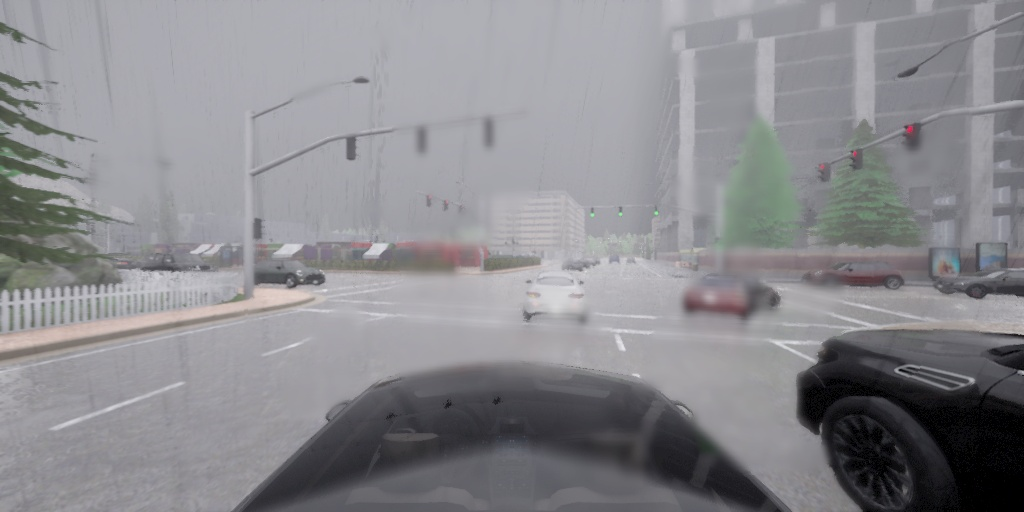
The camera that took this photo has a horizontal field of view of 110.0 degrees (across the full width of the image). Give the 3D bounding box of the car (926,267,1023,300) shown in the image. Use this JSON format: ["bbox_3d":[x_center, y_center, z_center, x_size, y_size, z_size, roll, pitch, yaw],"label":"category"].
[{"bbox_3d":[24.207,1.349,17.684,4.674,1.442,1.812,0,0,17],"label":"car"}]

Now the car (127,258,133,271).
[{"bbox_3d":[-43.529,0.921,39.298,4.892,1.490,1.837,0,0,18],"label":"car"}]

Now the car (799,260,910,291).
[{"bbox_3d":[21.094,1.137,22.379,4.553,1.767,2.097,0,0,18],"label":"car"}]

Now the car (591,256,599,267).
[{"bbox_3d":[13.024,1.016,60.352,1.812,1.442,4.674,0,0,18],"label":"car"}]

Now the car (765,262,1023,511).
[{"bbox_3d":[3.801,0.991,0.985,2.150,2.045,5.566,0,0,-1],"label":"car"}]

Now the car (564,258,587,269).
[{"bbox_3d":[7.300,1.127,42.256,1.994,1.385,4.181,0,0,18],"label":"car"}]

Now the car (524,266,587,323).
[{"bbox_3d":[1.427,1.235,11.906,1.812,1.442,4.674,0,0,6],"label":"car"}]

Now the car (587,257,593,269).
[{"bbox_3d":[9.953,1.130,50.715,1.895,1.301,4.718,0,0,18],"label":"car"}]

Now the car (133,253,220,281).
[{"bbox_3d":[-23.576,0.799,25.450,5.566,2.045,2.150,0,0,18],"label":"car"}]

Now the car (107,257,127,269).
[{"bbox_3d":[-33.769,1.019,28.724,4.892,1.490,1.837,0,0,18],"label":"car"}]

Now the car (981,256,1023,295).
[{"bbox_3d":[30.223,1.061,19.453,5.566,2.045,2.150,0,0,18],"label":"car"}]

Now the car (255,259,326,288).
[{"bbox_3d":[-13.954,0.986,22.343,4.553,1.767,2.097,0,0,18],"label":"car"}]

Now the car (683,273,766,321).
[{"bbox_3d":[7.730,1.299,12.574,4.181,1.385,1.994,0,0,-41],"label":"car"}]
